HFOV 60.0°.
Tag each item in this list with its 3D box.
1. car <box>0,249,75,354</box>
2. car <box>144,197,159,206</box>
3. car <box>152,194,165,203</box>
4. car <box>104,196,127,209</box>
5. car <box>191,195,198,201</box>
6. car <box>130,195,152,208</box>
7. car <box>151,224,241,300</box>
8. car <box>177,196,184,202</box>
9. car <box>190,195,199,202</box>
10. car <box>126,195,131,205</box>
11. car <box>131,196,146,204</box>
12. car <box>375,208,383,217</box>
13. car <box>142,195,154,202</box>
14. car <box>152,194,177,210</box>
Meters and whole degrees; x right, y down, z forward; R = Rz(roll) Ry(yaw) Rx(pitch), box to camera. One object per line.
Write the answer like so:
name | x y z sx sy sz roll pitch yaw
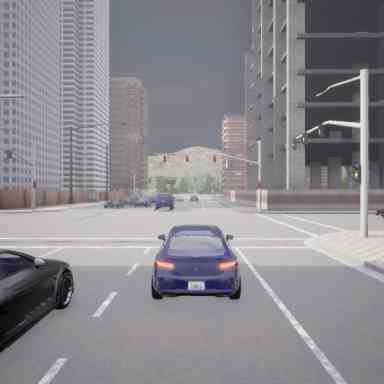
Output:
car | -3.429 1.564 5.214 1.994 1.385 4.181 0 0 1
car | -6.928 1.601 57.389 1.895 1.301 4.718 0 0 1
car | -6.692 1.352 67.196 2.097 1.767 4.553 0 0 1
car | -10.643 1.564 45.545 1.994 1.385 4.181 0 0 1
car | 0.670 1.524 85.990 1.812 1.442 4.674 0 0 1
car | -7.104 1.478 48.046 1.882 1.535 5.008 0 0 1
car | 0.093 1.526 8.296 1.812 1.442 4.674 0 0 0
car | -2.973 1.595 78.151 1.895 1.301 4.718 0 0 1
car | 0.481 1.525 75.596 2.128 1.511 4.902 0 0 1
car | -10.498 1.352 54.105 2.097 1.767 4.553 0 0 1
car | -10.274 1.478 64.233 1.882 1.535 5.008 0 0 2
car | 18.339 1.547 27.732 5.357 1.411 2.033 0 0 1
car | -10.012 1.442 76.077 1.882 1.535 5.008 0 0 1
car | -3.442 1.221 42.749 2.150 2.045 5.566 0 0 0
